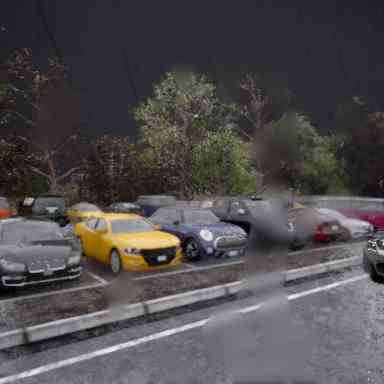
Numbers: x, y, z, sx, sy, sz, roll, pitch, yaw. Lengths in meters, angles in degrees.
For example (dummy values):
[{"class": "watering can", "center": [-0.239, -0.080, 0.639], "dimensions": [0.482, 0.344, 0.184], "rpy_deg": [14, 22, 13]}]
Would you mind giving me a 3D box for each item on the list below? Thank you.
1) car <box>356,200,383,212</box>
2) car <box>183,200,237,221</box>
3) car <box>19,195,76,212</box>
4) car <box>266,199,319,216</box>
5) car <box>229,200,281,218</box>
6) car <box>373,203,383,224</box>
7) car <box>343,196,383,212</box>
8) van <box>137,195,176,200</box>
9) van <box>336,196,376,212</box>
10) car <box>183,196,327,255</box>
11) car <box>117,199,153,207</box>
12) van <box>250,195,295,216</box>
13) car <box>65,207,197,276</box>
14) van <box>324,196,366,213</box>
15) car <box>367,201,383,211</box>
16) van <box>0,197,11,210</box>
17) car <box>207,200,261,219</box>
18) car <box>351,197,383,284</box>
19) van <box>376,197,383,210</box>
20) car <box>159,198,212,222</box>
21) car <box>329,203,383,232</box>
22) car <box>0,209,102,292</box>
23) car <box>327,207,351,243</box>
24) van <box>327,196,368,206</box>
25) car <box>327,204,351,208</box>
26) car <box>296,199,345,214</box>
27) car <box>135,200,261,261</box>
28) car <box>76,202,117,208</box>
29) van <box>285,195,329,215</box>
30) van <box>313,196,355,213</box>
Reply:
[{"class": "car", "center": [26.322, 1.933, 47.258], "dimensions": [2.097, 1.535, 5.008], "rpy_deg": [2, -1, -36]}, {"class": "car", "center": [1.479, 1.539, 29.437], "dimensions": [2.097, 1.535, 5.008], "rpy_deg": [0, 0, -36]}, {"class": "car", "center": [-9.689, 1.206, 21.466], "dimensions": [2.435, 2.045, 5.566], "rpy_deg": [0, 0, -36]}, {"class": "car", "center": [10.690, 1.609, 35.824], "dimensions": [1.946, 1.575, 5.366], "rpy_deg": [0, 0, -36]}, {"class": "car", "center": [6.083, 1.577, 32.739], "dimensions": [2.231, 1.521, 4.892], "rpy_deg": [0, 0, -36]}, {"class": "car", "center": [15.829, 1.622, 23.603], "dimensions": [2.163, 1.488, 4.792], "rpy_deg": [0, 0, -36]}, {"class": "car", "center": [23.988, 1.616, 45.556], "dimensions": [2.435, 2.045, 5.566], "rpy_deg": [2, -1, -36]}, {"class": "van", "center": [-2.991, 1.278, 26.381], "dimensions": [1.878, 1.987, 4.442], "rpy_deg": [0, 0, -36]}, {"class": "van", "center": [21.652, 1.579, 44.059], "dimensions": [1.878, 1.987, 4.442], "rpy_deg": [2, -1, -36]}, {"class": "car", "center": [2.296, 1.233, 13.898], "dimensions": [2.435, 2.045, 5.566], "rpy_deg": [0, 0, -36]}, {"class": "car", "center": [-5.172, 1.487, 24.665], "dimensions": [2.231, 1.521, 4.892], "rpy_deg": [0, 0, -36]}, {"class": "van", "center": [8.263, 1.368, 34.454], "dimensions": [1.878, 1.987, 4.442], "rpy_deg": [0, 0, -36]}, {"class": "car", "center": [-2.234, 1.458, 10.691], "dimensions": [2.097, 1.535, 5.008], "rpy_deg": [0, 0, -36]}, {"class": "van", "center": [19.504, 1.519, 42.517], "dimensions": [1.878, 1.987, 4.442], "rpy_deg": [2, -1, -36]}, {"class": "car", "center": [28.570, 2.035, 48.875], "dimensions": [2.002, 1.452, 4.674], "rpy_deg": [2, -1, -36]}, {"class": "van", "center": [-12.092, 1.230, 19.853], "dimensions": [1.878, 1.987, 4.442], "rpy_deg": [0, 0, -36]}, {"class": "car", "center": [3.832, 1.557, 31.125], "dimensions": [2.097, 1.535, 5.008], "rpy_deg": [0, 0, -36]}, {"class": "car", "center": [6.631, 1.229, 8.453], "dimensions": [5.566, 2.045, 2.150], "rpy_deg": [0, 0, -36]}, {"class": "van", "center": [30.654, 1.829, 50.516], "dimensions": [1.878, 1.987, 4.442], "rpy_deg": [2, -1, -36]}, {"class": "car", "center": [-0.655, 1.396, 27.874], "dimensions": [2.185, 1.767, 4.553], "rpy_deg": [0, 0, -36]}, {"class": "car", "center": [11.298, 1.556, 20.397], "dimensions": [2.097, 1.535, 5.008], "rpy_deg": [0, 0, -36]}, {"class": "car", "center": [-4.486, 1.457, 9.074], "dimensions": [2.231, 1.521, 4.892], "rpy_deg": [0, 0, -36]}, {"class": "car", "center": [4.517, 1.532, 15.562], "dimensions": [2.163, 1.488, 4.792], "rpy_deg": [0, 0, -36]}, {"class": "van", "center": [8.978, 1.313, 18.870], "dimensions": [1.878, 1.987, 4.442], "rpy_deg": [0, 0, -36]}, {"class": "car", "center": [6.788, 1.561, 17.158], "dimensions": [2.002, 1.452, 4.674], "rpy_deg": [0, 0, -36]}, {"class": "car", "center": [15.079, 1.647, 39.206], "dimensions": [2.097, 1.535, 5.008], "rpy_deg": [0, 0, -36]}, {"class": "car", "center": [0.008, 1.344, 12.330], "dimensions": [2.185, 1.767, 4.553], "rpy_deg": [0, 0, -36]}, {"class": "car", "center": [-7.316, 1.467, 22.906], "dimensions": [1.946, 1.575, 5.366], "rpy_deg": [0, 0, -36]}, {"class": "van", "center": [12.901, 1.404, 37.493], "dimensions": [1.878, 1.987, 4.442], "rpy_deg": [0, 0, -36]}, {"class": "van", "center": [17.281, 1.454, 40.636], "dimensions": [1.878, 1.987, 4.442], "rpy_deg": [1, -1, -36]}]
